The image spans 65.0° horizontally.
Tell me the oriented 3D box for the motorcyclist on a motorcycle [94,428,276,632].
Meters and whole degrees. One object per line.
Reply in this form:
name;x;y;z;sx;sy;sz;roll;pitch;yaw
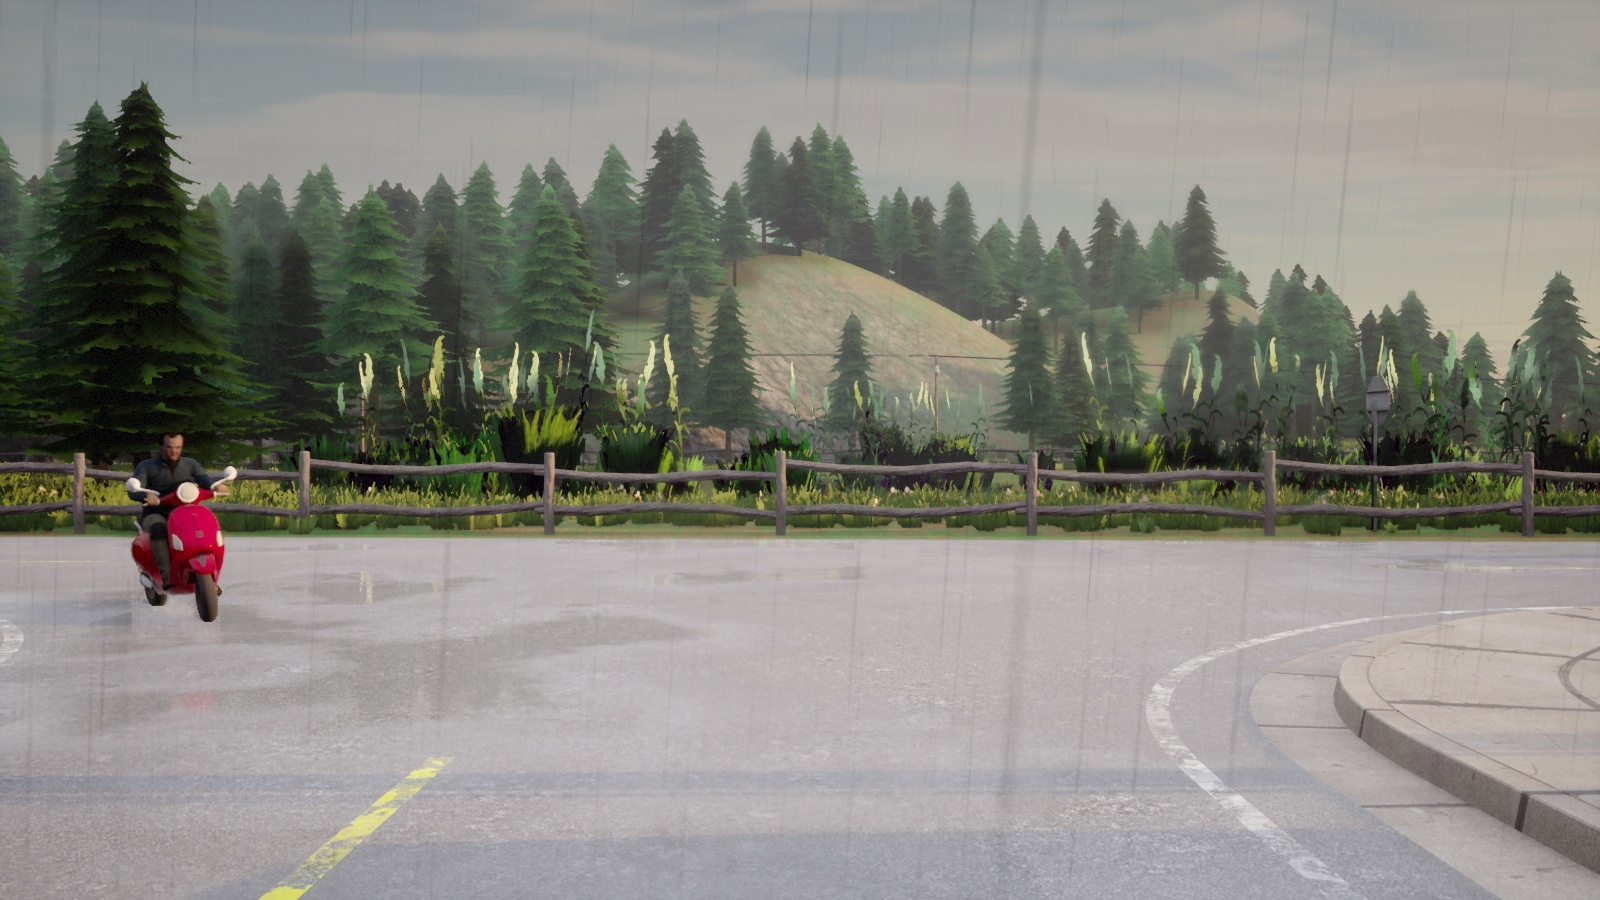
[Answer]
motorcyclist on a motorcycle;-5.354;0.621;10.879;0.866;1.590;1.817;-4;3;-43
